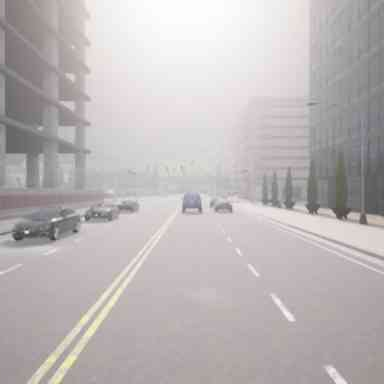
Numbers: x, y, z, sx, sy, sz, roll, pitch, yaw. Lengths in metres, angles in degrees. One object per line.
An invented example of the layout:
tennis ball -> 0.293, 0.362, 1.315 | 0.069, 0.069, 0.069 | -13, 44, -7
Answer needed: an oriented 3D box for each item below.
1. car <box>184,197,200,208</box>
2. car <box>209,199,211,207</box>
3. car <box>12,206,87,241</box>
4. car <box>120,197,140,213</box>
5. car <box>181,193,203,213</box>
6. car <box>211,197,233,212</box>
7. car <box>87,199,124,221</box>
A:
car -> 0.001, 1.473, 47.666 | 2.033, 1.411, 5.357 | 0, 0, 0
car -> 3.504, 1.431, 48.041 | 1.837, 1.490, 4.892 | 0, 0, 0
car -> -7.085, 1.478, 16.699 | 1.837, 1.490, 4.892 | 0, 0, 0
car -> -7.032, 1.543, 36.703 | 1.895, 1.301, 4.718 | 0, 0, 1
car -> 0.001, 1.164, 37.043 | 2.150, 2.045, 5.566 | 0, 0, 0
car -> 3.501, 1.467, 37.623 | 1.812, 1.442, 4.674 | 0, 0, 0
car -> -7.082, 1.522, 26.584 | 1.994, 1.385, 4.181 | 0, 0, 0
